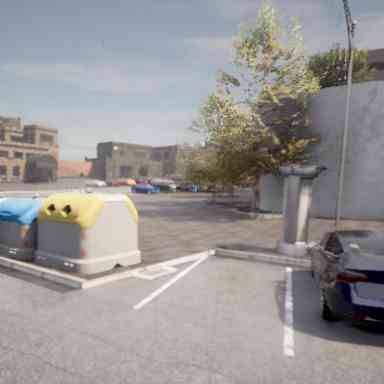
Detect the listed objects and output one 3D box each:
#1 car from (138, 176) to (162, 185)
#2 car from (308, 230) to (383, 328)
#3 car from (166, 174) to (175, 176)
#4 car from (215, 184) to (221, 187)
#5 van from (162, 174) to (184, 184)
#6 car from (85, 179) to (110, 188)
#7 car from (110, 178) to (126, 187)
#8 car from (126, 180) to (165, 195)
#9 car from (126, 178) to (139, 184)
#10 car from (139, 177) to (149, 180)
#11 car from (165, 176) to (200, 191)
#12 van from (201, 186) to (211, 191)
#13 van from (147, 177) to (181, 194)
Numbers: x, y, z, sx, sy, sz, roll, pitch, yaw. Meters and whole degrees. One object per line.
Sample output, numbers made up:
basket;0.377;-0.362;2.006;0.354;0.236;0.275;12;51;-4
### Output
car;-8.825;-2.442;70.052;4.553;1.767;2.185;3;6;34
car;3.587;1.505;6.925;2.163;1.488;4.792;0;-1;16
car;-6.470;-2.487;71.823;5.008;1.535;2.097;3;5;34
car;2.842;-1.240;57.176;4.553;1.767;2.185;5;7;35
van;-4.191;-2.883;73.592;4.442;1.987;1.878;3;6;34
car;-18.359;-1.604;63.135;4.674;1.452;2.002;3;5;34
car;-15.956;-1.783;64.859;4.792;1.488;2.163;3;5;34
car;-7.045;-0.454;50.438;5.008;1.535;2.097;5;7;36
car;-13.583;-2.105;66.578;4.553;1.767;2.185;3;6;34
car;-11.252;-2.121;68.363;4.792;1.488;2.163;3;6;34
car;-2.115;-1.034;53.787;5.566;2.045;2.435;5;8;36
van;0.290;-1.179;55.524;4.442;1.987;1.878;5;8;36
van;-4.469;-0.835;52.028;4.442;1.987;1.878;5;7;36
